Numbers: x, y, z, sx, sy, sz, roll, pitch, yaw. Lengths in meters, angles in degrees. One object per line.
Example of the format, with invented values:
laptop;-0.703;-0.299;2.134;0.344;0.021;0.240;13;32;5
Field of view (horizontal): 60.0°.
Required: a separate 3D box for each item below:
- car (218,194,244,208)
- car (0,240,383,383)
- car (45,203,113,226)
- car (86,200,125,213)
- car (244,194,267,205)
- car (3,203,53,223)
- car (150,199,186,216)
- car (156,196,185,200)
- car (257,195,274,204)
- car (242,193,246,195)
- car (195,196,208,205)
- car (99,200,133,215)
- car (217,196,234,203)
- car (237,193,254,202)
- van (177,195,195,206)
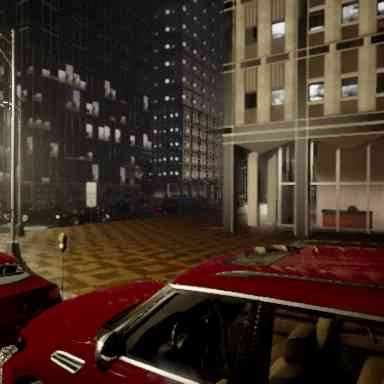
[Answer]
car;5.708;1.545;49.858;1.967;1.590;4.097;1;1;30
car;0.699;1.324;2.353;5.009;1.841;2.192;-1;1;36
car;-8.506;1.803;25.440;1.947;1.339;4.313;1;1;30
car;-10.150;1.680;39.274;1.947;1.339;4.313;1;1;30
car;11.478;1.576;59.774;1.752;1.417;4.829;1;1;30
car;-13.488;1.693;28.404;1.837;1.490;4.892;1;1;30
car;-2.821;1.766;35.208;1.802;1.307;4.206;1;1;30
car;-3.386;1.620;45.749;1.812;1.442;4.674;1;1;31
car;14.235;1.465;64.510;1.967;1.590;4.097;1;1;30
car;12.195;1.223;66.127;2.150;2.045;5.566;1;1;29
car;1.229;1.448;58.823;1.967;1.590;4.097;1;1;30
car;-8.490;1.705;37.000;1.994;1.385;4.181;1;1;30
car;6.917;1.499;68.599;1.887;1.381;4.507;1;1;30
car;12.609;1.217;78.371;2.192;1.841;5.009;1;1;30
van;-1.615;1.376;53.935;1.690;1.788;3.998;1;1;30
